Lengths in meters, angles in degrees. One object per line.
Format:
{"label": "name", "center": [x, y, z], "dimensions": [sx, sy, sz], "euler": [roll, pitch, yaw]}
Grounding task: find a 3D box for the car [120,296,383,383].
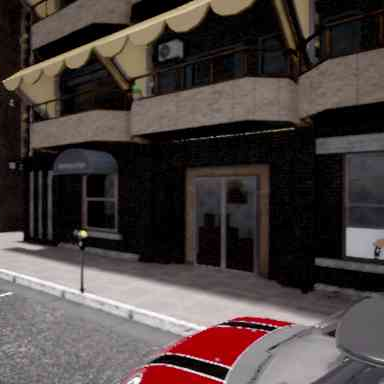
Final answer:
{"label": "car", "center": [1.274, 1.440, 1.968], "dimensions": [4.097, 1.590, 1.967], "euler": [0, 0, 36]}
